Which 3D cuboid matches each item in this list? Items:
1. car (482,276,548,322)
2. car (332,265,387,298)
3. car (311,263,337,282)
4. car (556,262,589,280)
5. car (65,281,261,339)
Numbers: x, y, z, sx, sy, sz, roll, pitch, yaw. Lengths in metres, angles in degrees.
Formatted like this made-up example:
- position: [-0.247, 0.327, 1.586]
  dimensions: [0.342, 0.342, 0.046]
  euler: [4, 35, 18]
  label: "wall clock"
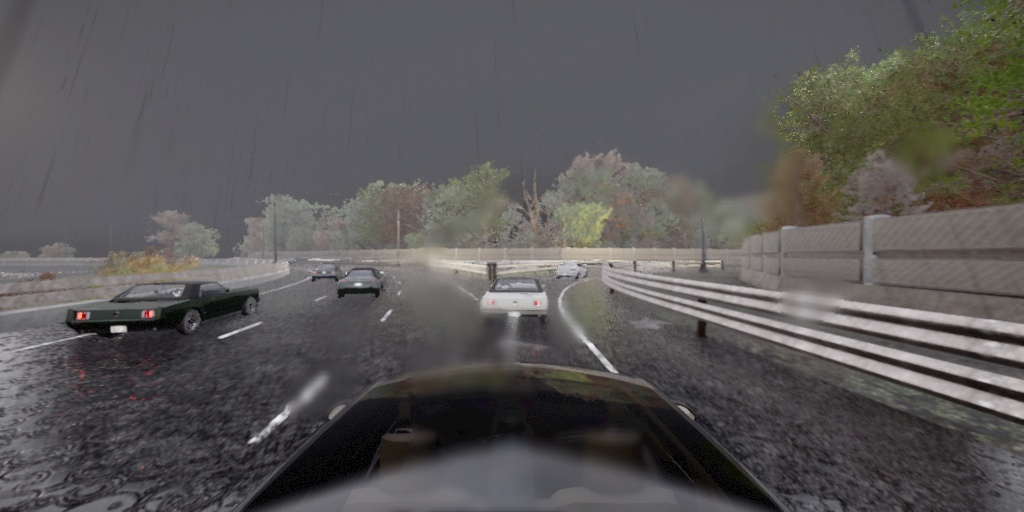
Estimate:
- position: [0.201, 1.336, 12.152]
  dimensions: [1.895, 1.301, 4.718]
  euler: [0, 0, 3]
  label: "car"
- position: [-7.689, 1.291, 18.656]
  dimensions: [1.994, 1.385, 4.181]
  euler: [0, 0, -15]
  label: "car"
- position: [-14.650, 1.261, 28.512]
  dimensions: [2.033, 1.411, 5.357]
  euler: [0, 0, -22]
  label: "car"
- position: [5.181, 1.235, 30.817]
  dimensions: [1.812, 1.442, 4.674]
  euler: [0, 0, 25]
  label: "car"
- position: [-9.188, 1.340, 10.162]
  dimensions: [1.895, 1.301, 4.718]
  euler: [0, 0, -11]
  label: "car"
